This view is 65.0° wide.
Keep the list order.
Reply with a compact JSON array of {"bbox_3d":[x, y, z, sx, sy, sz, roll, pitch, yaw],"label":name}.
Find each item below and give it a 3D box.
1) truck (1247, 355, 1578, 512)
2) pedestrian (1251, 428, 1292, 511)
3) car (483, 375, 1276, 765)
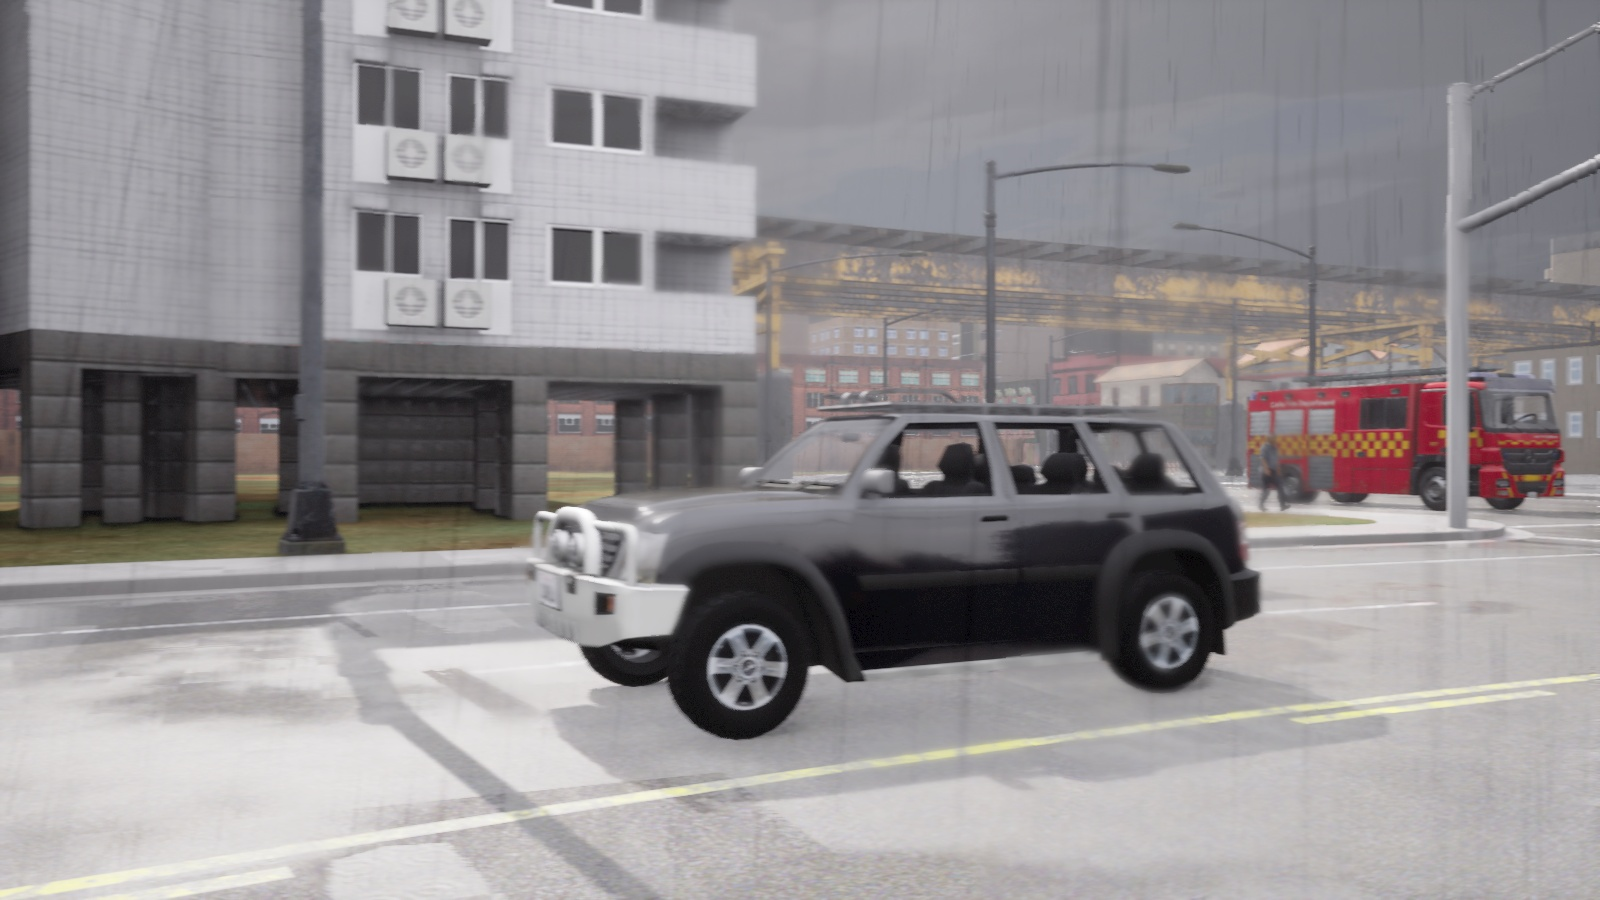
[{"bbox_3d":[16.703,-0.394,35.133,2.891,3.827,8.468,0,0,-24],"label":"truck"},{"bbox_3d":[10.657,0.433,28.391,0.540,1.848,0.694,0,0,-21],"label":"pedestrian"},{"bbox_3d":[0.552,0.573,7.864,4.605,1.855,1.932,0,0,-27],"label":"car"}]
